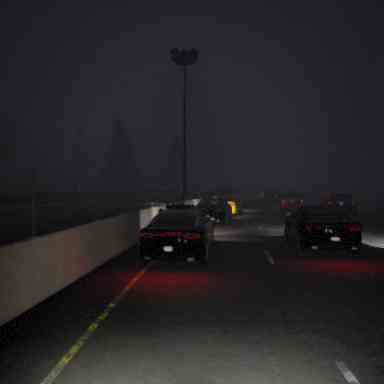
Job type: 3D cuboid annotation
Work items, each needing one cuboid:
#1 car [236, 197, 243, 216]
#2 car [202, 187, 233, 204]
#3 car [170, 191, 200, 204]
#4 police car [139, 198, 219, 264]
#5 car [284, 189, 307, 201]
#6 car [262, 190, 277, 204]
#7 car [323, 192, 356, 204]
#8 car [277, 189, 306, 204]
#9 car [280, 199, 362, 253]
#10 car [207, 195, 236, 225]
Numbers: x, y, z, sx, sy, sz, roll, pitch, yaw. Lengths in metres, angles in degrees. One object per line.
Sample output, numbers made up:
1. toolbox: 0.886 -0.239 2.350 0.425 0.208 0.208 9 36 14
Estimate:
1. car: 2.817 0.994 26.047 1.882 1.535 5.008 0 1 16
2. car: 3.424 0.405 43.913 2.150 2.045 5.566 0 1 26
3. car: -0.779 0.675 43.154 1.882 1.535 5.008 0 1 25
4. police car: -0.296 1.216 11.161 1.930 1.638 5.238 0 1 7
5. car: 16.429 0.376 52.801 2.097 1.767 4.553 1 1 36
6. car: 10.533 0.564 42.601 2.097 1.767 4.553 1 1 29
7. car: 11.618 0.863 26.412 2.097 1.767 4.553 0 1 18
8. car: 9.252 0.791 30.281 2.097 1.767 4.553 0 1 19
9. car: 4.735 1.242 12.615 1.882 1.535 5.008 0 1 8
10. car: 1.366 1.096 20.484 1.882 1.535 5.008 0 1 13
